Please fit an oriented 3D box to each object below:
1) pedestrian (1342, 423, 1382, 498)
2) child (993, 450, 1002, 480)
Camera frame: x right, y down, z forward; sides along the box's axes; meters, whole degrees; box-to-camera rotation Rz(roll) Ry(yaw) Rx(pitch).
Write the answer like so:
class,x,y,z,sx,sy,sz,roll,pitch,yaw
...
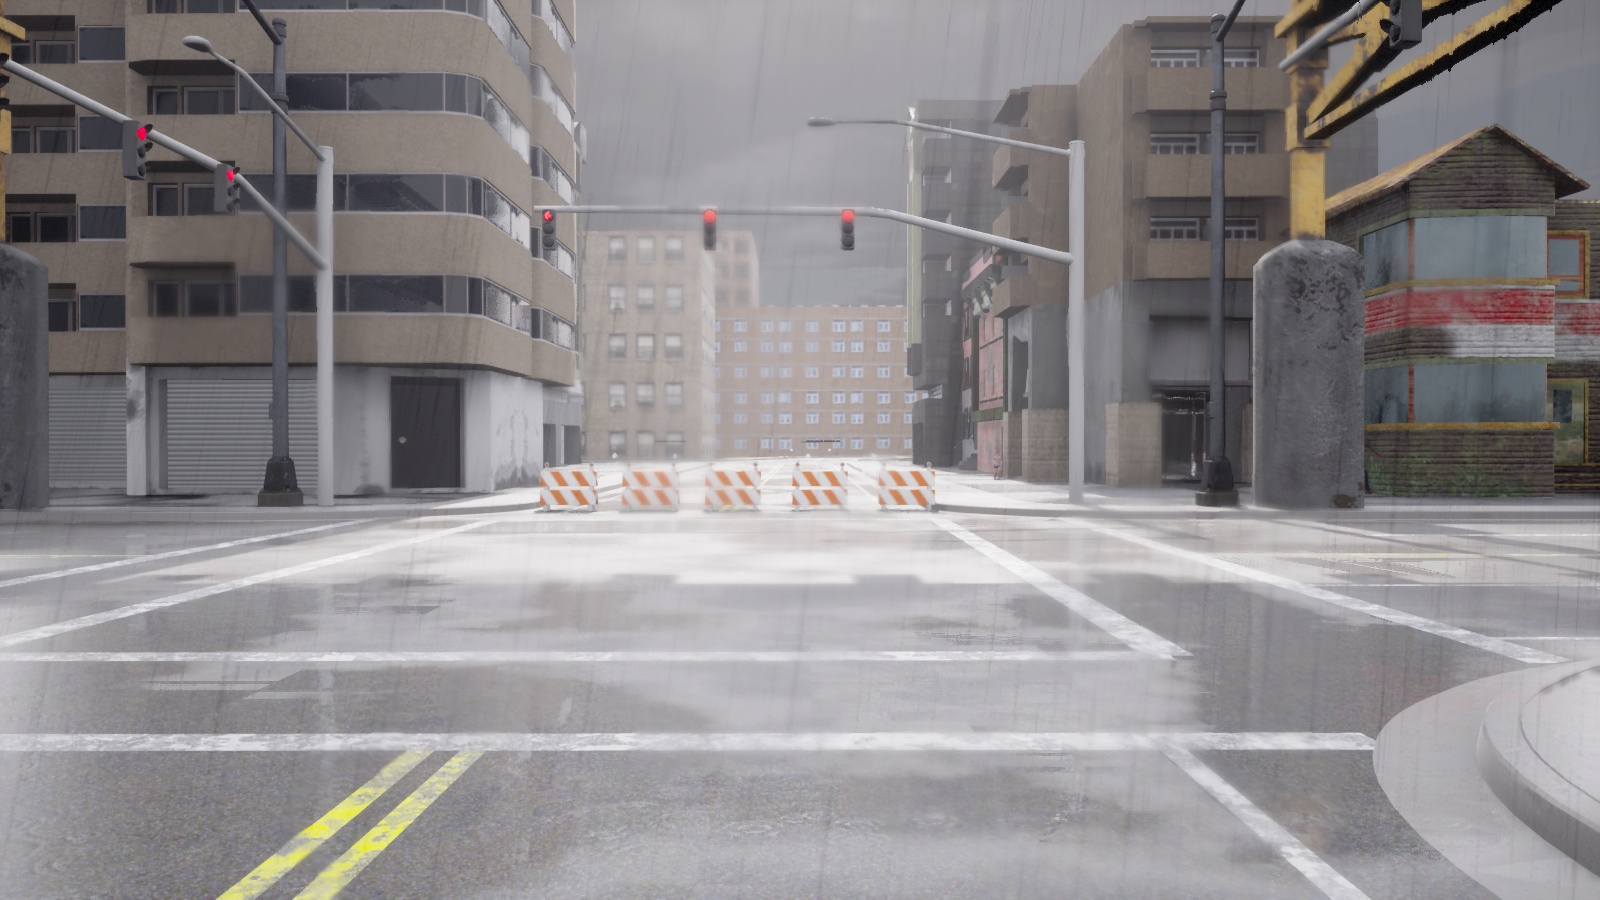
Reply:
class,x,y,z,sx,sy,sz,roll,pitch,yaw
pedestrian,13.704,0.250,30.617,0.328,1.805,0.869,0,0,-28
child,7.150,0.541,45.428,0.255,1.110,0.394,0,0,-4
